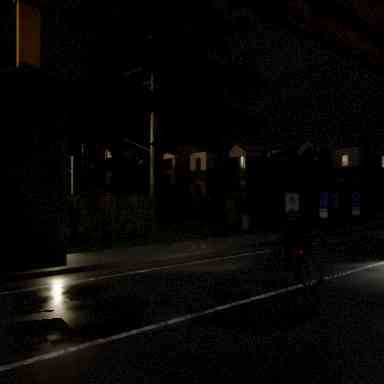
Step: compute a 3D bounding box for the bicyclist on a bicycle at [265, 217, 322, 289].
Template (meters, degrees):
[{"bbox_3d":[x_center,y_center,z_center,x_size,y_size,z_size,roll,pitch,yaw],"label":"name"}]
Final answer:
[{"bbox_3d":[2.418,1.455,8.132,0.582,1.620,1.656,0,-2,-37],"label":"bicyclist on a bicycle"}]
